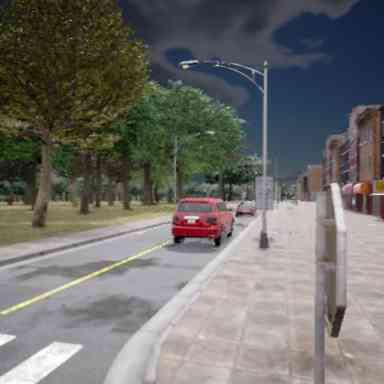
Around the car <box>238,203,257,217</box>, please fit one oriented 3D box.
[{"bbox_3d":[5.732,1.824,35.218,1.994,1.385,4.181,0,0,15],"label":"car"}]

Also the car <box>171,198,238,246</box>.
[{"bbox_3d":[0.682,1.327,16.298,2.150,2.045,5.566,0,0,15],"label":"car"}]
